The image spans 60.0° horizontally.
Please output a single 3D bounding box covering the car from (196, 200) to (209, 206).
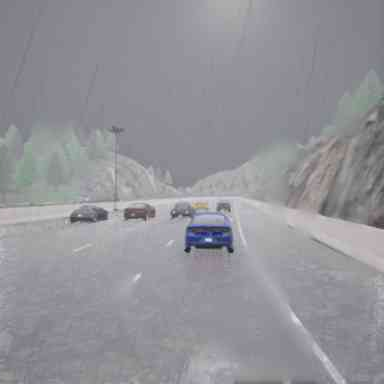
[{"bbox_3d":[1.433,1.963,50.554,1.882,1.535,5.008,0,0,7],"label":"car"}]

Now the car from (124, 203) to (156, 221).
[{"bbox_3d":[-4.585,1.750,29.884,1.882,1.535,5.008,0,-1,7],"label":"car"}]

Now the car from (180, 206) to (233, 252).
[{"bbox_3d":[0.803,1.620,14.677,1.882,1.535,5.008,0,0,5],"label":"car"}]

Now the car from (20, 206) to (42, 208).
[{"bbox_3d":[-17.999,1.904,37.193,1.895,1.301,4.718,0,-1,7],"label":"car"}]

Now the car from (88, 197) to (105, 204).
[{"bbox_3d":[-20.738,1.866,72.135,1.994,1.385,4.181,0,-1,7],"label":"car"}]

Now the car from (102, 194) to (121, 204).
[{"bbox_3d":[-17.266,1.544,71.688,2.150,2.045,5.566,0,-1,7],"label":"car"}]

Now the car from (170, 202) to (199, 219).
[{"bbox_3d":[-0.770,1.907,32.400,1.895,1.301,4.718,0,-1,7],"label":"car"}]

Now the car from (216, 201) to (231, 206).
[{"bbox_3d":[4.388,1.954,45.852,1.837,1.490,4.892,0,0,7],"label":"car"}]

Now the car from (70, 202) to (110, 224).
[{"bbox_3d":[-8.390,1.803,27.601,1.994,1.385,4.181,0,-1,7],"label":"car"}]
